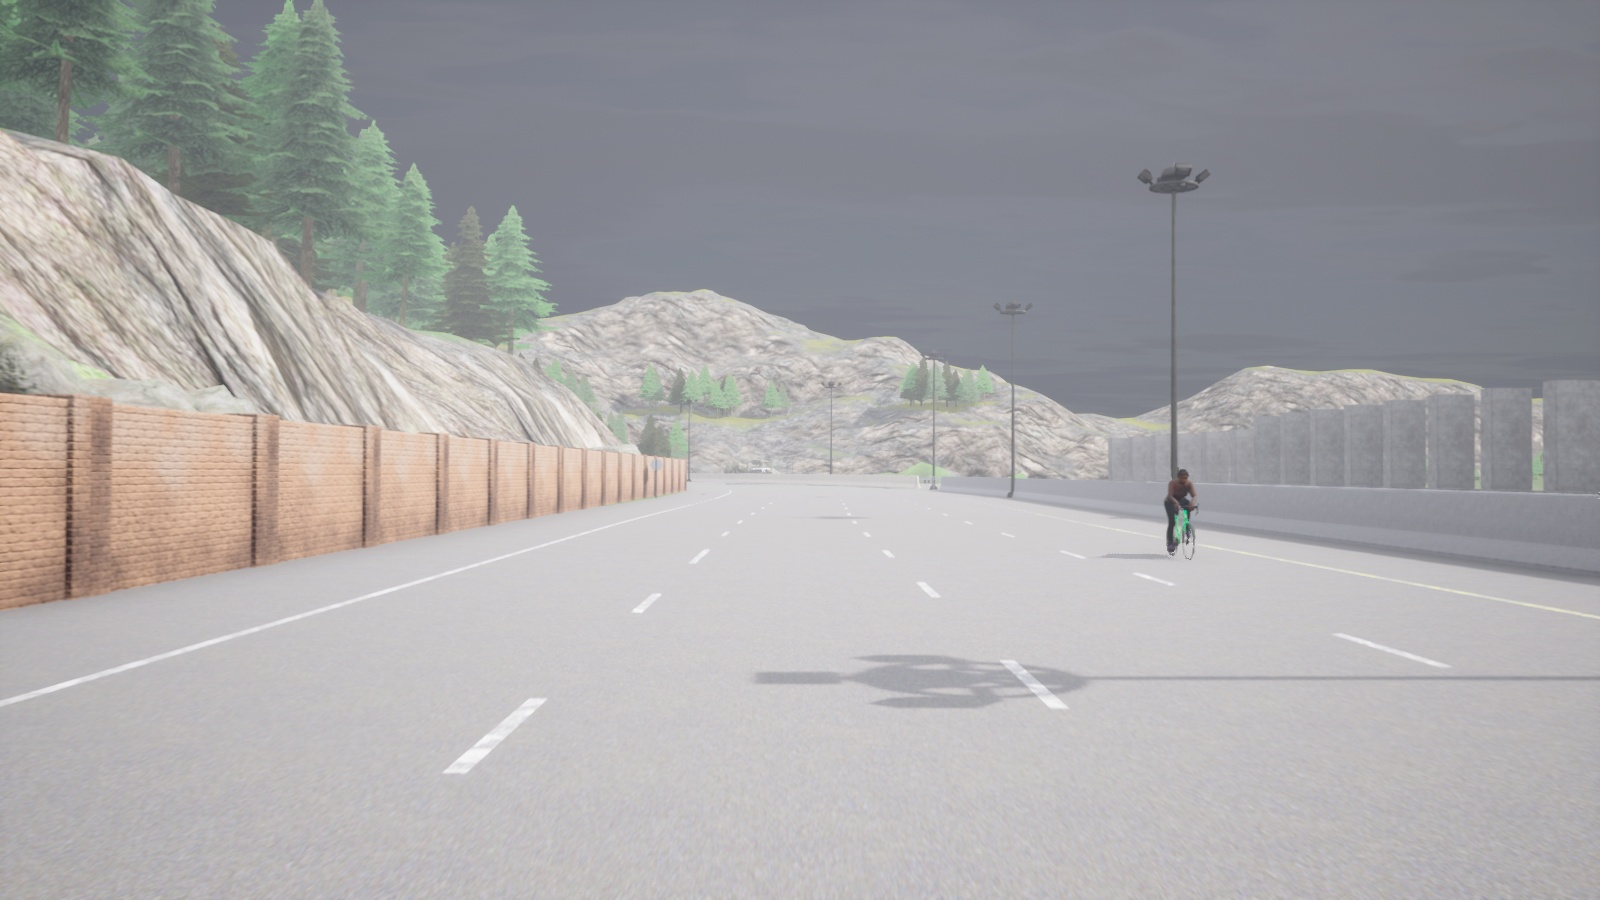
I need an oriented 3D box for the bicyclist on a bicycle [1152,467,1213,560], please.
[{"bbox_3d":[6.940,1.122,22.852,0.582,1.620,1.656,0,-1,0],"label":"bicyclist on a bicycle"}]
